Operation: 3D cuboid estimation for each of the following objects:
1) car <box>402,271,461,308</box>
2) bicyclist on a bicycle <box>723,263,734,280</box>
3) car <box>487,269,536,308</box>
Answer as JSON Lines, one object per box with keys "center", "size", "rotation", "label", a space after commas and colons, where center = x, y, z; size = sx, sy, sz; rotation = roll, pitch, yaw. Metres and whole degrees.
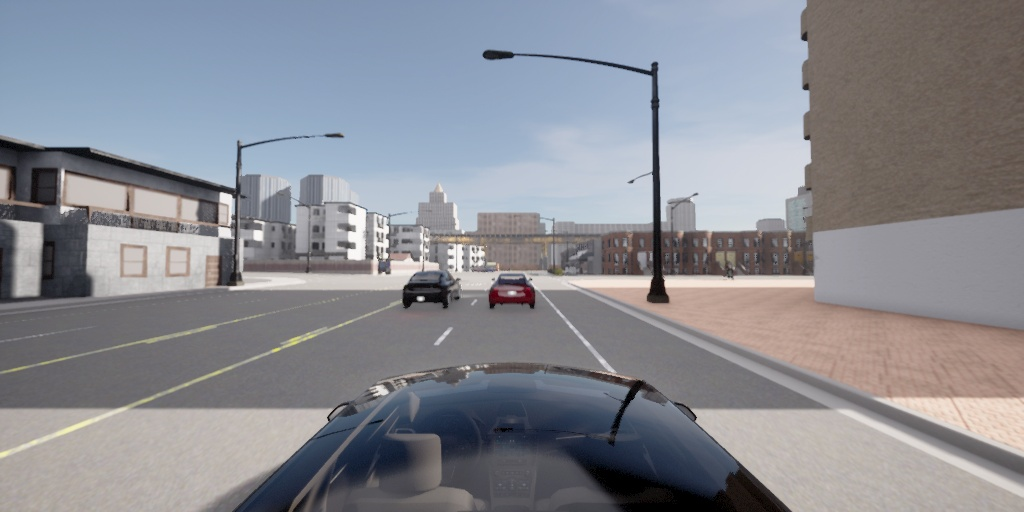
{"center": [-3.498, 1.399, 16.170], "size": [1.837, 1.490, 4.892], "rotation": [0, 0, 0], "label": "car"}
{"center": [20.396, 1.487, 33.825], "size": [0.582, 1.620, 1.656], "rotation": [0, -2, 1], "label": "bicyclist on a bicycle"}
{"center": [0.004, 1.455, 16.169], "size": [1.994, 1.385, 4.181], "rotation": [0, -1, 0], "label": "car"}
